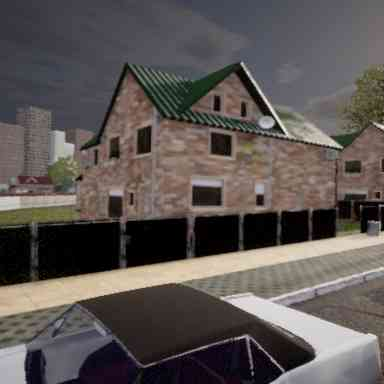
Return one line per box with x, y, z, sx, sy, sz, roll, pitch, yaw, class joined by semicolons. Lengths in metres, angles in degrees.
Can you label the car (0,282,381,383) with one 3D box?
-0.581;1.598;2.609;4.718;1.301;1.895;0;0;-35;car
